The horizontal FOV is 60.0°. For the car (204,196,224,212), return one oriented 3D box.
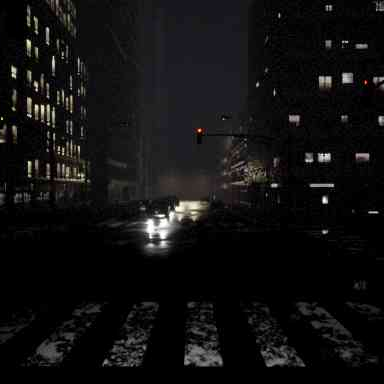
[{"bbox_3d":[2.768,1.540,38.632,2.008,1.369,4.403,-1,0,0],"label":"car"}]

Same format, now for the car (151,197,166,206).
[{"bbox_3d":[-5.571,1.530,55.615,1.887,1.381,4.507,-1,0,0],"label":"car"}]

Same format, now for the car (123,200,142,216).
[{"bbox_3d":[-5.626,1.516,32.828,1.752,1.417,4.829,-1,0,0],"label":"car"}]

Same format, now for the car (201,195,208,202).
[{"bbox_3d":[2.848,1.422,72.560,1.967,1.590,4.097,-1,0,0],"label":"car"}]

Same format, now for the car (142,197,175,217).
[{"bbox_3d":[-3.028,1.482,30.978,2.128,1.511,4.902,0,0,0],"label":"car"}]

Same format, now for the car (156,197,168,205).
[{"bbox_3d":[-5.557,1.566,61.270,1.802,1.307,4.206,-1,0,0],"label":"car"}]

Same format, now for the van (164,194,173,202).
[{"bbox_3d":[-5.520,1.322,78.234,1.690,1.788,3.998,-1,0,0],"label":"van"}]

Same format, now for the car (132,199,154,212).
[{"bbox_3d":[-5.612,1.555,38.652,1.947,1.339,4.313,-1,0,0],"label":"car"}]

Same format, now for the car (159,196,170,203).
[{"bbox_3d":[-5.544,1.528,66.925,1.887,1.381,4.507,-1,0,0],"label":"car"}]

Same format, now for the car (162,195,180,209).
[{"bbox_3d":[-2.999,1.480,40.463,2.128,1.511,4.902,0,0,0],"label":"car"}]
